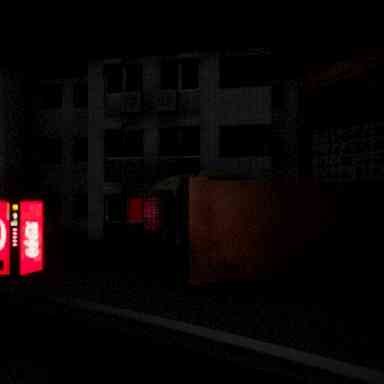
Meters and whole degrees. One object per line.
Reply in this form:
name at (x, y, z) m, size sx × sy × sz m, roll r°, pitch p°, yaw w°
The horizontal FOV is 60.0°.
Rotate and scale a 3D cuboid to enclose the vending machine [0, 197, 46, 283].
vending machine at (-4.672, 1.195, 8.870) m, size 0.880 × 2.100 × 1.100 m, roll 0°, pitch 0°, yaw 22°
